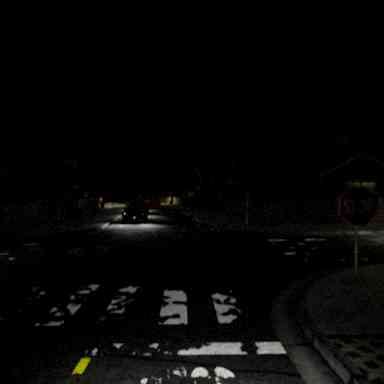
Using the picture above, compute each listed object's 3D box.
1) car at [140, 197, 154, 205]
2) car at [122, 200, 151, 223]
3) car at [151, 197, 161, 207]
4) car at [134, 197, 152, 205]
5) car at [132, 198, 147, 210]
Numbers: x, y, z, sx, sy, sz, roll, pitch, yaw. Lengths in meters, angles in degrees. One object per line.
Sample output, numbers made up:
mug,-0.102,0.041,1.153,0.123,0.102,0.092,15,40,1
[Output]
car,-9.140,1.821,66.767,2.128,1.511,4.902,0,-1,-16
car,-4.427,1.585,26.355,1.812,1.442,4.674,0,0,-7
car,-6.670,1.569,56.953,2.097,1.767,4.553,0,0,-14
car,-5.589,1.572,35.549,1.882,1.535,5.008,0,0,-9
car,-7.372,1.650,46.222,1.837,1.490,4.892,0,-1,-11
